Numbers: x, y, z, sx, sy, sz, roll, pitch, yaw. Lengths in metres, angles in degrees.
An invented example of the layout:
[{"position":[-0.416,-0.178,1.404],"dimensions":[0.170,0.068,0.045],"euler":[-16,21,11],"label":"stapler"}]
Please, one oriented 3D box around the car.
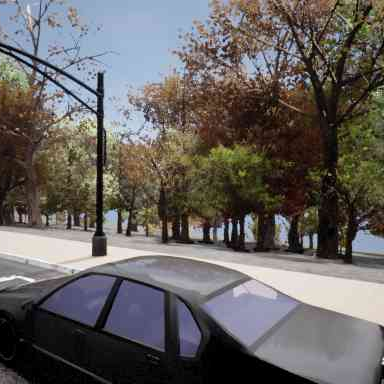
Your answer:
[{"position":[-0.557,1.547,4.076],"dimensions":[5.357,1.411,2.033],"euler":[0,0,35],"label":"car"}]
